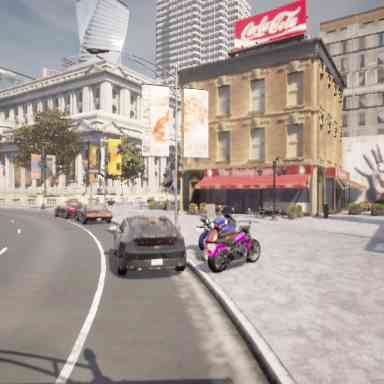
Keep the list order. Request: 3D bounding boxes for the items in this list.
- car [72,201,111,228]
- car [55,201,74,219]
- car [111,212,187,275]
[{"bbox_3d":[-7.348,1.580,24.614,1.895,1.301,4.718,0,0,-28],"label":"car"},{"bbox_3d":[-10.642,1.502,29.304,2.002,1.452,4.674,0,0,-38],"label":"car"},{"bbox_3d":[-1.487,1.491,10.572,1.837,1.490,4.892,0,0,-15],"label":"car"}]
